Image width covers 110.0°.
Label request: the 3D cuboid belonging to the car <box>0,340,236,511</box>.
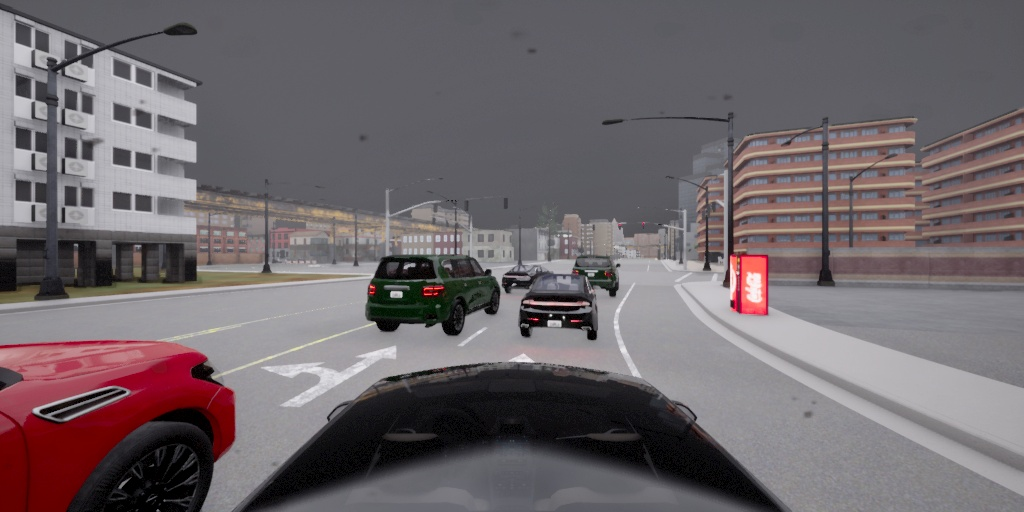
[{"bbox_3d":[-3.264,0.972,0.504,2.150,2.045,5.566,0,0,-2],"label":"car"}]

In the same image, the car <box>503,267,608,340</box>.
[{"bbox_3d":[1.435,1.241,10.065,2.128,1.511,4.902,0,0,12],"label":"car"}]

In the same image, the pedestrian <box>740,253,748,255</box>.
[{"bbox_3d":[8.042,0.795,12.438,0.375,1.860,0.375,0,0,21],"label":"pedestrian"}]

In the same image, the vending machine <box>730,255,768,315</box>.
[{"bbox_3d":[7.810,0.945,11.819,1.100,2.100,0.880,0,0,20],"label":"vending machine"}]

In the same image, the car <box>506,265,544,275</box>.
[{"bbox_3d":[1.103,1.241,20.141,2.128,1.511,4.902,0,0,24],"label":"car"}]

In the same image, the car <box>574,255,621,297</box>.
[{"bbox_3d":[4.552,0.971,19.308,2.150,2.045,5.566,0,0,19],"label":"car"}]

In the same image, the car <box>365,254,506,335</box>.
[{"bbox_3d":[-1.999,0.971,10.775,2.150,2.045,5.566,0,0,14],"label":"car"}]
